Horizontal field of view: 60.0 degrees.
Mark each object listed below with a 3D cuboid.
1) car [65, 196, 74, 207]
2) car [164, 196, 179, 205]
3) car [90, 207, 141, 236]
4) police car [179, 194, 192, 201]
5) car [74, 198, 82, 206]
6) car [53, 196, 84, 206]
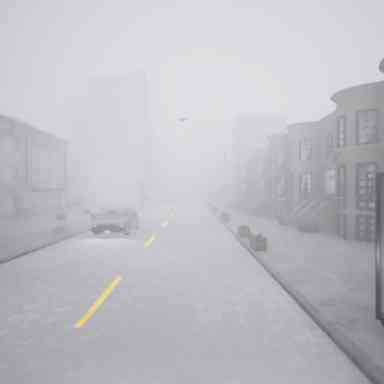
[{"bbox_3d":[-19.078,1.248,46.307,3.866,1.878,1.905,0,0,10],"label":"car"},{"bbox_3d":[-4.030,1.498,60.815,2.128,1.511,4.902,0,0,0],"label":"car"},{"bbox_3d":[-4.098,1.550,18.779,2.033,1.411,5.357,0,0,0],"label":"car"},{"bbox_3d":[-1.961,1.437,87.414,1.930,1.638,5.238,0,0,-37],"label":"police car"},{"bbox_3d":[-19.312,1.354,49.408,4.611,1.667,2.242,0,0,10],"label":"car"},{"bbox_3d":[-19.456,1.422,52.359,4.193,1.474,1.816,0,0,10],"label":"car"}]
